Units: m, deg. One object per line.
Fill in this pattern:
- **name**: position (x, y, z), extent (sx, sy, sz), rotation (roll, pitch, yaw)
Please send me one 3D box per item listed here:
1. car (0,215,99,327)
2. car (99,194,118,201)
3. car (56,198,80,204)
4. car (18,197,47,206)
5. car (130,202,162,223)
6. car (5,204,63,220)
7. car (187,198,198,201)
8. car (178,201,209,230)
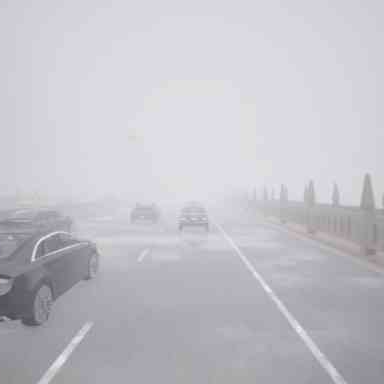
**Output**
- **car**: position (-3.399, 1.492, 6.979), extent (2.128, 1.511, 4.902), rotation (0, 0, 0)
- **car**: position (-13.993, 1.283, 56.285), extent (2.150, 2.045, 5.566), rotation (0, 0, 0)
- **car**: position (-17.507, 1.550, 47.188), extent (2.033, 1.411, 5.357), rotation (0, 0, 0)
- **car**: position (-21.026, 1.480, 44.056), extent (1.882, 1.535, 5.008), rotation (0, 0, 1)
- **car**: position (-3.395, 1.493, 25.126), extent (2.128, 1.511, 4.902), rotation (0, 0, 0)
- **car**: position (-6.898, 1.506, 15.196), extent (1.837, 1.490, 4.892), rotation (0, 0, 0)
- **car**: position (0.105, 1.527, 42.477), extent (1.812, 1.442, 4.674), rotation (0, 0, 0)
- **car**: position (0.103, 1.548, 21.060), extent (2.033, 1.411, 5.357), rotation (0, 0, 0)
